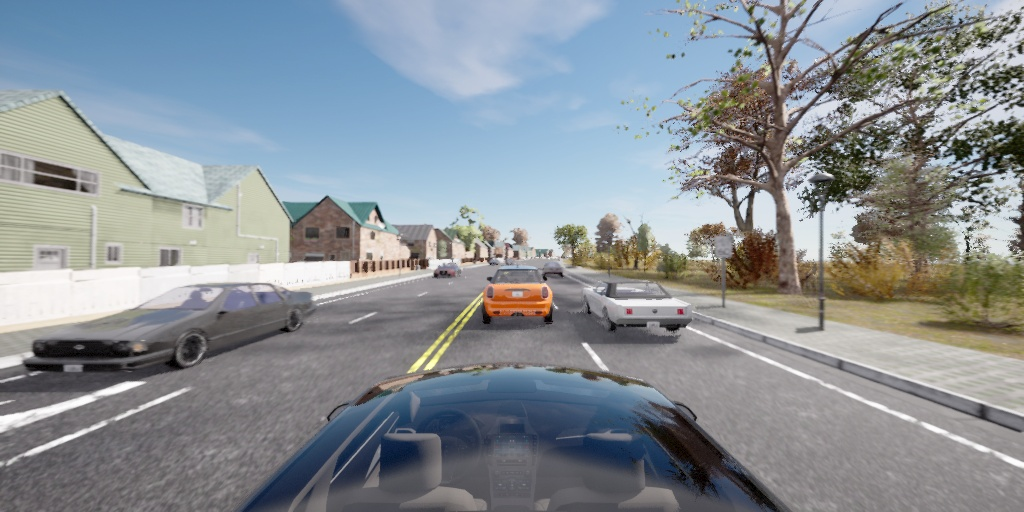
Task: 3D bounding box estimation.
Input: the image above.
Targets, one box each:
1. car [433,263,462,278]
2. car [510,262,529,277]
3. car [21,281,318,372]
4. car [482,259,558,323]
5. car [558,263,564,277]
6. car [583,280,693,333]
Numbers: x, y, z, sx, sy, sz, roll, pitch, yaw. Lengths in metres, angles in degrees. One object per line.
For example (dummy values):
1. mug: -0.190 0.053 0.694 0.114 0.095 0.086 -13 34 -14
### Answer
1. car: -5.956 1.323 33.518 1.994 1.385 4.181 0 0 2
2. car: 0.809 1.357 37.216 1.895 1.301 4.718 0 0 3
3. car: -6.565 1.298 8.038 2.033 1.411 5.357 0 0 0
4. car: 0.184 1.106 12.322 2.097 1.767 4.553 0 0 1
5. car: 3.972 1.302 35.202 2.033 1.411 5.357 0 0 2
6. car: 3.413 1.355 10.802 1.895 1.301 4.718 0 0 1
